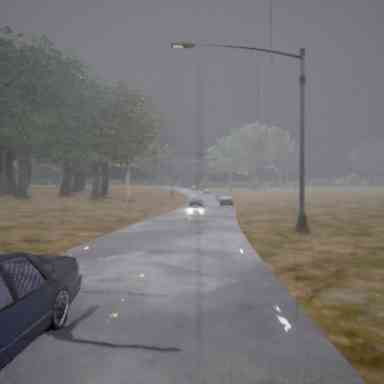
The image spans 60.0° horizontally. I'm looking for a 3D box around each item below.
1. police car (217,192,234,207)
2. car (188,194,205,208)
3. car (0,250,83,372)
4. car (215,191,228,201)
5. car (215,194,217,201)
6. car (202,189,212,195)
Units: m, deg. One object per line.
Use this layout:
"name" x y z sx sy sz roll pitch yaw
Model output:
"police car" 4.755 1.191 46.112 1.930 1.638 5.238 0 1 5
"car" 0.620 1.374 45.231 1.895 1.301 4.718 0 1 5
"car" -3.021 1.526 4.069 2.033 1.411 5.357 0 0 1
"car" 5.449 0.695 62.131 2.097 1.767 4.553 -1 1 0
"car" 5.327 0.996 56.279 1.801 1.575 5.366 -2 2 2
"car" 3.712 -0.047 81.329 1.812 1.442 4.674 0 3 -7
